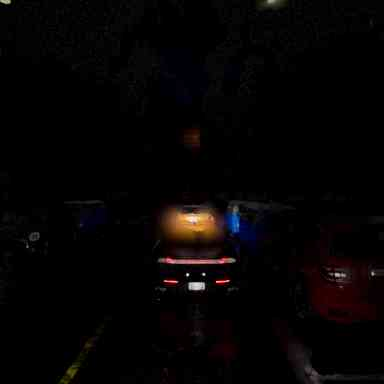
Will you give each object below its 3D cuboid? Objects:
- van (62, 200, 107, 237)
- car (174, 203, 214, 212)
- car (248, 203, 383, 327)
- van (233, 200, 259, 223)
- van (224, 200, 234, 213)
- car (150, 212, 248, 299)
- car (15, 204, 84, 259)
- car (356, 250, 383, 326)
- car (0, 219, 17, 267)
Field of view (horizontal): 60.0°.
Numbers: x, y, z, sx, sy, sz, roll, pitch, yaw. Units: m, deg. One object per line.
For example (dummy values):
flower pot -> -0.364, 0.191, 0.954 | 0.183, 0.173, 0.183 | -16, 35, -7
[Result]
van -> -5.793, 1.340, 17.795 | 1.690, 1.788, 3.998 | 0, 0, 0
car -> 0.109, 1.351, 17.505 | 2.097, 1.767, 4.553 | 0, 0, 1
car -> 2.751, 1.314, 6.935 | 2.192, 1.841, 5.009 | 0, 0, 0
van -> 2.741, 1.340, 12.372 | 1.690, 1.788, 3.998 | 0, 0, 0
van -> 2.732, 1.340, 17.810 | 1.690, 1.788, 3.998 | 0, 0, 0
car -> 0.089, 1.491, 8.456 | 2.128, 1.511, 4.902 | 0, 0, 0
car -> -5.784, 1.439, 12.357 | 1.967, 1.590, 4.097 | 0, 0, 0
car -> 2.760, 1.440, 1.497 | 1.967, 1.590, 4.097 | 0, 0, 0
car -> -5.774, 1.525, 6.750 | 1.752, 1.417, 4.829 | 0, 0, 0
